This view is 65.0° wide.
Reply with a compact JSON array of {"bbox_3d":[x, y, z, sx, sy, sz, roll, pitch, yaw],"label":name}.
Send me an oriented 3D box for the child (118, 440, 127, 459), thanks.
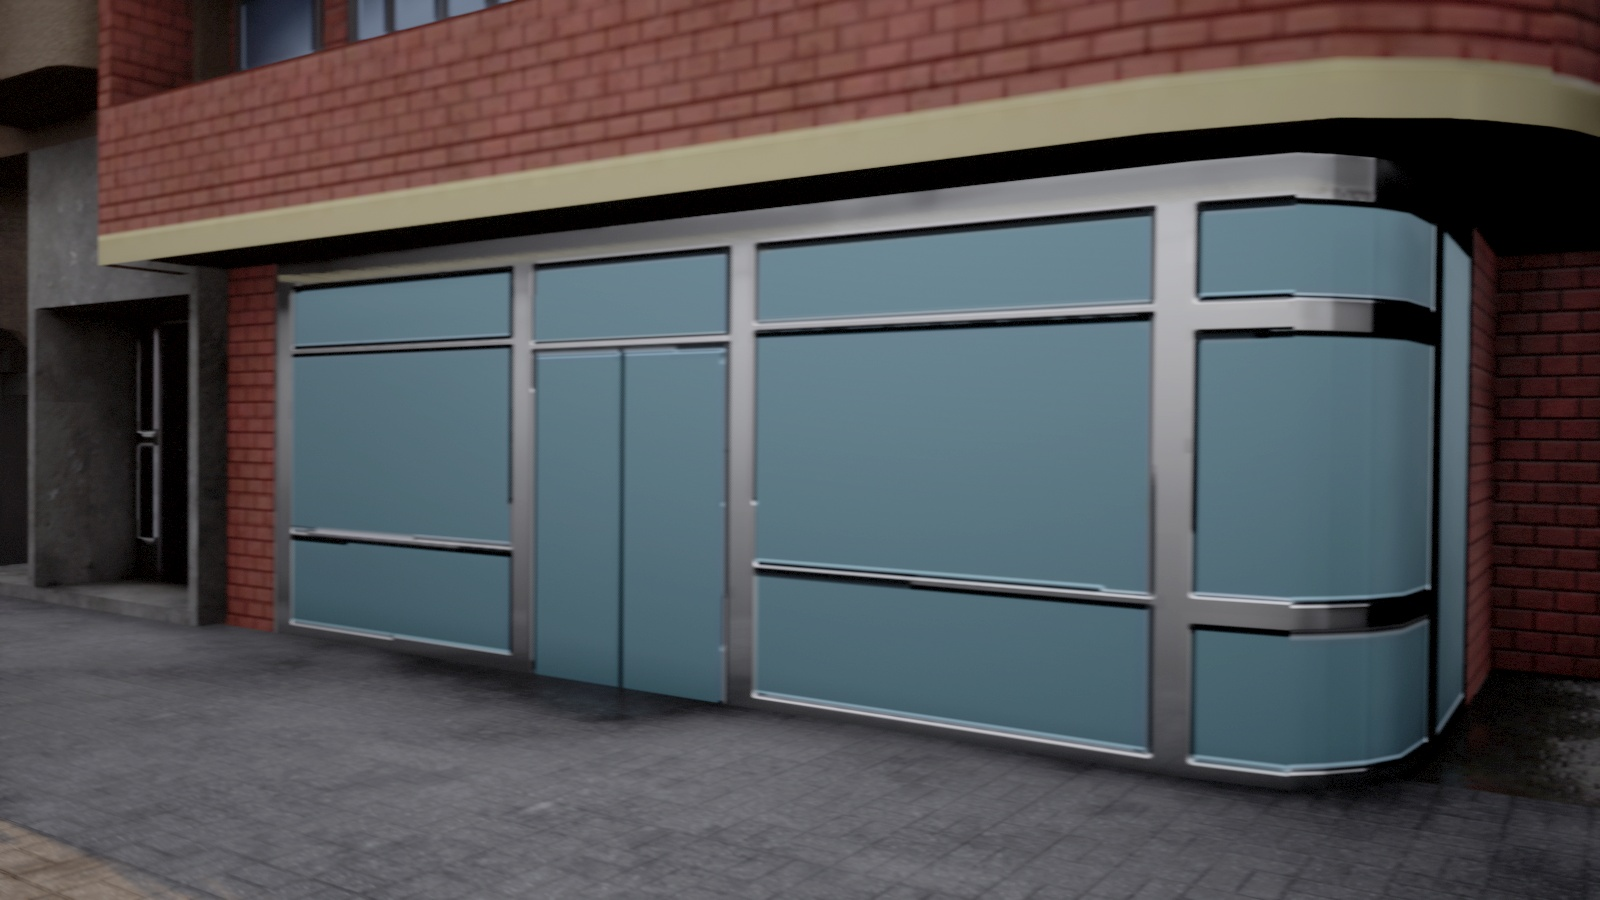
[{"bbox_3d":[-47.108,-0.043,87.276,0.270,1.263,0.437,0,1,33],"label":"child"}]
